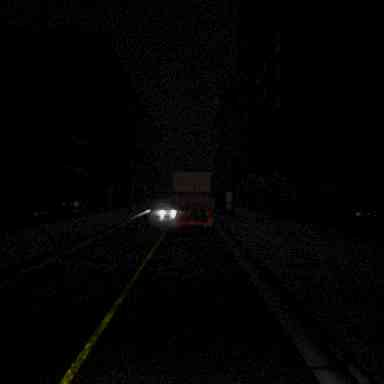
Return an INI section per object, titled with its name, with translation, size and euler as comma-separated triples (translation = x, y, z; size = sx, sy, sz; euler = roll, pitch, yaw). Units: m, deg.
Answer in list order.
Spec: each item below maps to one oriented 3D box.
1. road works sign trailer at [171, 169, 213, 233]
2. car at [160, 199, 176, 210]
[road works sign trailer]
translation = -0.001, 0.470, 19.510
size = 2.380, 3.560, 2.880
euler = 0, 0, 0
[car]
translation = -3.089, 1.625, 44.192
size = 1.895, 1.301, 4.718
euler = 0, 0, 0
